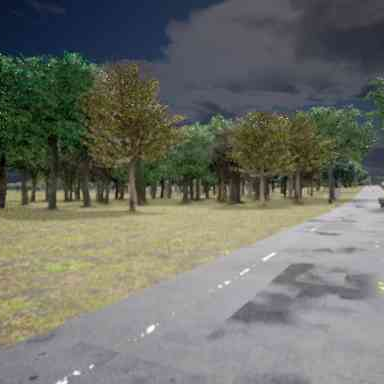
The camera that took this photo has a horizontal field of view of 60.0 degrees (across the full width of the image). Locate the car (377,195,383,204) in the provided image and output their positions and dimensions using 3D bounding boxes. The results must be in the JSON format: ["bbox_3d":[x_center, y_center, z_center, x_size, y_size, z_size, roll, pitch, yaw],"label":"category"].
[{"bbox_3d":[36.878,1.454,64.114,2.128,1.511,4.902,-1,0,28],"label":"car"}]

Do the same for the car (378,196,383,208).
[{"bbox_3d":[29.106,1.613,49.526,1.812,1.442,4.674,-1,0,28],"label":"car"}]
